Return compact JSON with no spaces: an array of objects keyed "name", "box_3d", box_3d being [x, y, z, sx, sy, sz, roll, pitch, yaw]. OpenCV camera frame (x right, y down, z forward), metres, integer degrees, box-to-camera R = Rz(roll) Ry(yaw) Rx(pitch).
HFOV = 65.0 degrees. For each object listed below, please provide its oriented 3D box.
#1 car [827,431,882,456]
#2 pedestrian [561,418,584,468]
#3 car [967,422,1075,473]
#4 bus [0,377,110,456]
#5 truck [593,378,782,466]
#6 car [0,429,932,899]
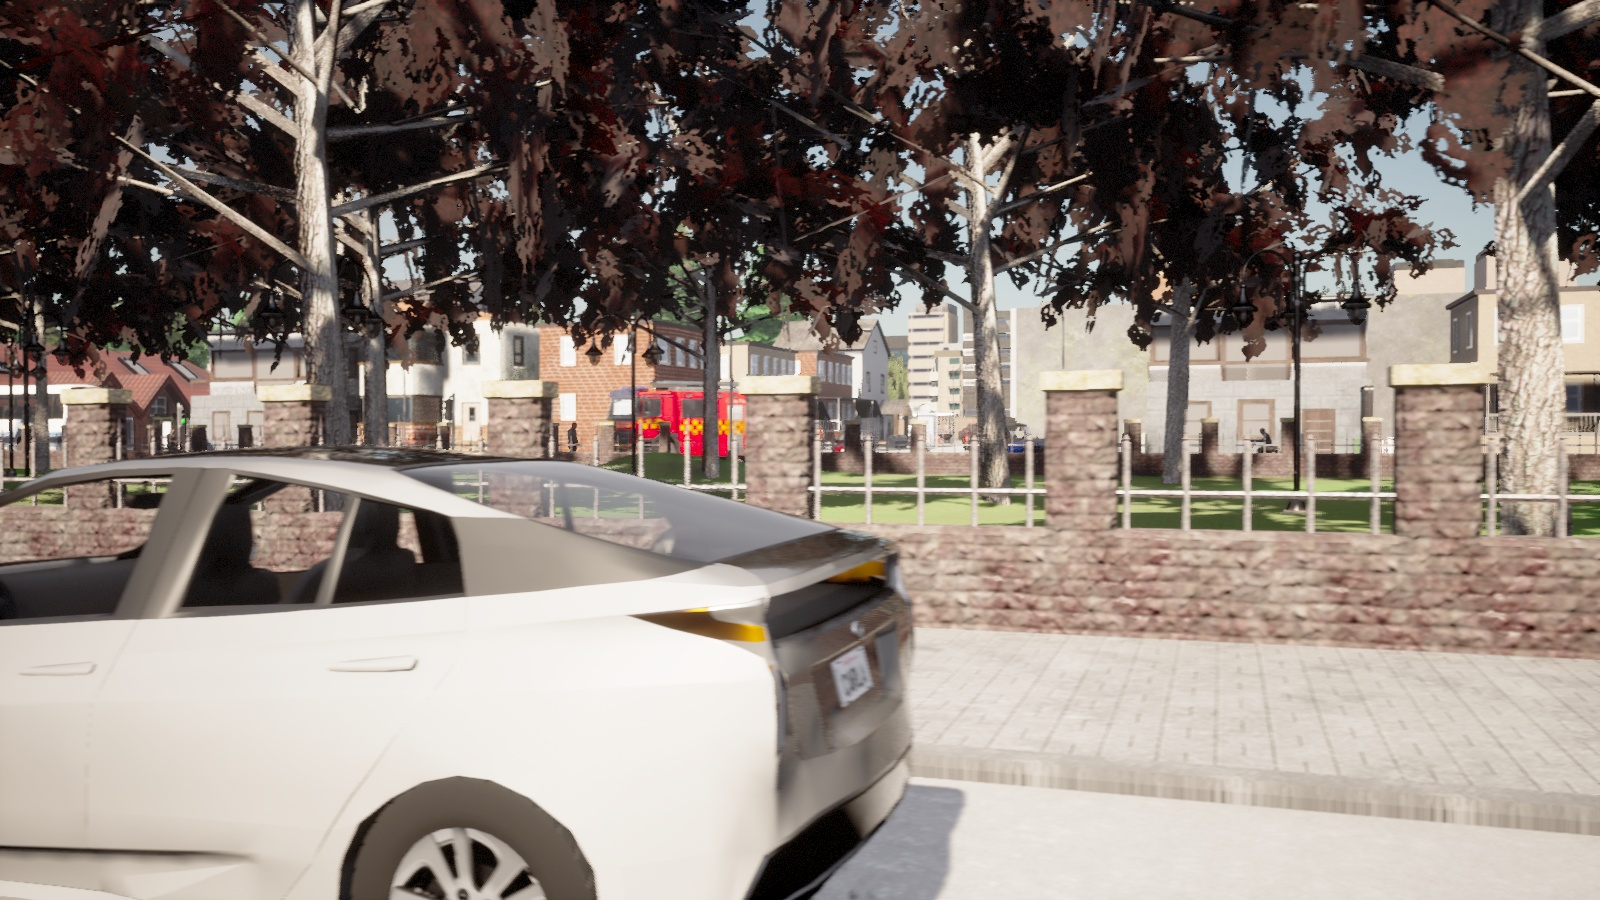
[{"name":"car","box_3d":[3.417,-0.408,77.796,2.163,1.488,4.792,1,1,19]},{"name":"pedestrian","box_3d":[-8.840,-0.281,48.837,0.788,1.949,0.423,1,1,19]},{"name":"car","box_3d":[8.568,-0.124,48.610,3.866,1.878,1.905,1,1,19]},{"name":"bus","box_3d":[-45.052,-1.862,71.053,10.273,4.253,3.944,0,-1,10]},{"name":"truck","box_3d":[-5.103,-1.292,58.261,8.468,3.827,2.891,-1,1,-37]},{"name":"car","box_3d":[-1.979,0.695,4.385,4.514,1.525,2.007,1,1,19]}]
